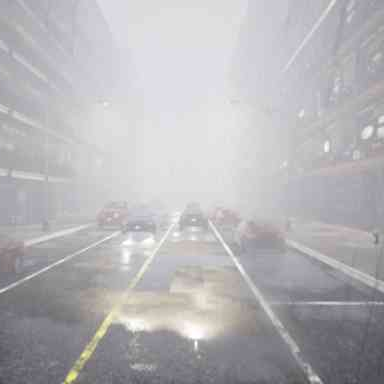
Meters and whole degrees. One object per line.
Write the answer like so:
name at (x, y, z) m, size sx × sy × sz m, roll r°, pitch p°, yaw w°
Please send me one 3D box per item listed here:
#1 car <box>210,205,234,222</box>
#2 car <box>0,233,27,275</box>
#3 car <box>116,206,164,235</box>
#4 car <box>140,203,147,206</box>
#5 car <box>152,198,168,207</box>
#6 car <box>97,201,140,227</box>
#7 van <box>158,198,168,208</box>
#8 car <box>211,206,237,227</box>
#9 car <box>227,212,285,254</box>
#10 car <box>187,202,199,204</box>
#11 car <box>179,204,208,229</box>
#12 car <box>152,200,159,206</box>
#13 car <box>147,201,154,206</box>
car at (2.712, 1.941, 31.017) m, size 1.802 × 1.307 × 4.206 m, roll 0°, pitch -1°, yaw 0°
car at (-5.682, 1.676, 8.265) m, size 1.802 × 1.307 × 4.206 m, roll 0°, pitch -1°, yaw 0°
car at (-3.019, 1.799, 20.426) m, size 1.994 × 1.385 × 4.181 m, roll 0°, pitch -1°, yaw 1°
car at (-5.668, 1.882, 30.855) m, size 1.752 × 1.417 × 4.829 m, roll 0°, pitch -1°, yaw 0°
car at (-5.654, 1.964, 53.785) m, size 2.192 × 1.841 × 5.009 m, roll 0°, pitch -1°, yaw 0°
car at (-5.670, 1.606, 25.337) m, size 2.192 × 1.841 × 5.009 m, roll 0°, pitch -1°, yaw 0°
van at (-5.647, 2.142, 65.165) m, size 1.690 × 1.788 × 3.998 m, roll 0°, pitch -1°, yaw 0°
car at (2.709, 1.874, 25.327) m, size 1.802 × 1.307 × 4.206 m, roll 0°, pitch -1°, yaw 0°
car at (2.702, 1.742, 13.947) m, size 1.802 × 1.307 × 4.206 m, roll 0°, pitch -1°, yaw 0°
car at (0.125, 1.968, 41.572) m, size 1.882 × 1.535 × 5.008 m, roll 0°, pitch -1°, yaw 0°
car at (0.114, 1.838, 23.820) m, size 1.994 × 1.385 × 4.181 m, roll 0°, pitch -1°, yaw 0°
car at (-5.662, 2.082, 42.402) m, size 1.802 × 1.307 × 4.206 m, roll 0°, pitch -1°, yaw 0°
car at (-5.665, 1.994, 36.714) m, size 1.947 × 1.339 × 4.313 m, roll 0°, pitch -1°, yaw 0°
